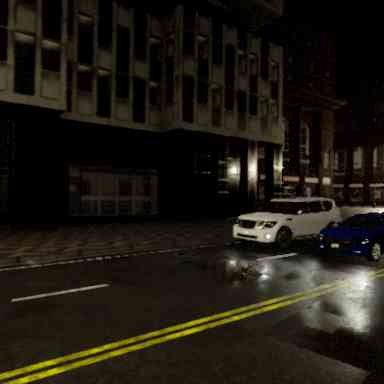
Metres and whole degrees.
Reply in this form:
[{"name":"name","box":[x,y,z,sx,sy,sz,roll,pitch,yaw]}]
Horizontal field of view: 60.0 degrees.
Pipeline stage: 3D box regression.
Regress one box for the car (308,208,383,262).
[{"name":"car","box":[6.795,1.525,12.527,5.008,1.535,1.882,0,0,-36]}]

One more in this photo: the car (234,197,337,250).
[{"name":"car","box":[4.409,1.267,14.818,5.566,2.045,2.150,0,0,-36]}]
